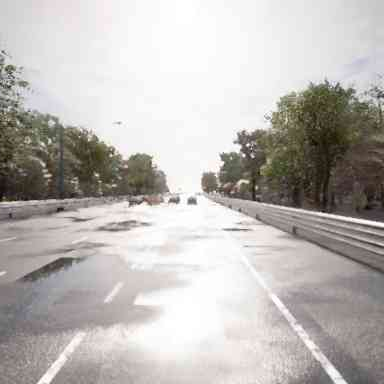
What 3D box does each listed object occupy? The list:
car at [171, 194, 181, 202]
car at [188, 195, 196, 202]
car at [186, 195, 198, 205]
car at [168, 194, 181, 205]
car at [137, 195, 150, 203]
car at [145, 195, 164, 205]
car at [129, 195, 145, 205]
[{"bbox_3d":[-3.486,1.323,72.961,2.097,1.767,4.553,0,0,0],"label":"car"},{"bbox_3d":[0.014,1.468,73.023,1.837,1.490,4.892,0,0,0],"label":"car"},{"bbox_3d":[0.011,1.529,61.554,1.882,1.535,5.008,0,0,0],"label":"car"},{"bbox_3d":[-3.488,1.558,61.555,1.837,1.490,4.892,0,0,0],"label":"car"},{"bbox_3d":[-10.486,1.485,72.732,2.128,1.511,4.902,0,0,0],"label":"car"},{"bbox_3d":[-6.989,1.417,61.909,2.097,1.767,4.553,0,0,0],"label":"car"},{"bbox_3d":[-10.489,1.616,61.972,1.994,1.385,4.181,0,0,0],"label":"car"}]
